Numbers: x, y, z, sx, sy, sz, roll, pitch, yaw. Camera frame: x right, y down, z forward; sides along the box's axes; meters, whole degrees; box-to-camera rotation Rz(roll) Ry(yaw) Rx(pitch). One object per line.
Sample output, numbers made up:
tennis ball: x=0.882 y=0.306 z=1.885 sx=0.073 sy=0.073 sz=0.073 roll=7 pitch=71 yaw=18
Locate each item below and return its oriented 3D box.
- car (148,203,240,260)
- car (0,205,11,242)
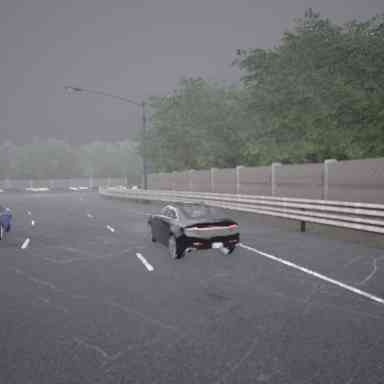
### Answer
car: x=-0.169 y=1.112 z=10.971 sx=2.128 sy=1.511 sz=4.902 roll=-2 pitch=2 yaw=-20
car: x=-8.863 y=1.174 z=14.012 sx=1.882 sy=1.535 sz=5.008 roll=-2 pitch=2 yaw=-23
